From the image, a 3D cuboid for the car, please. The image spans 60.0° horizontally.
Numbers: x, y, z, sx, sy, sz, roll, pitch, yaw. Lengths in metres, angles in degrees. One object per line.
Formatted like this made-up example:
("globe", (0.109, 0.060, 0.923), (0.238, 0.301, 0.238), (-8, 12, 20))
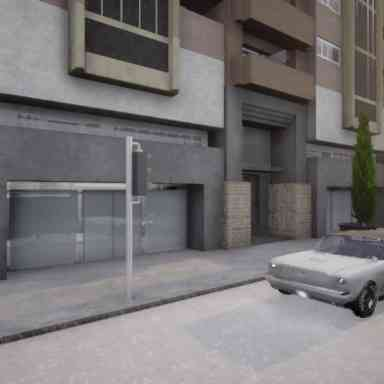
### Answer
("car", (3.816, 1.600, 7.562), (4.718, 1.301, 1.895), (0, 0, -37))
